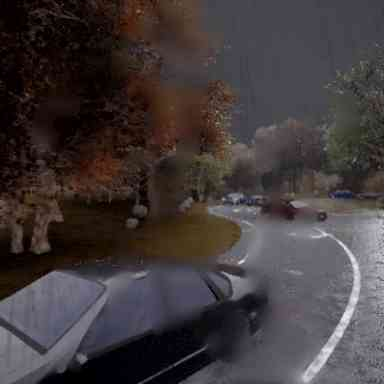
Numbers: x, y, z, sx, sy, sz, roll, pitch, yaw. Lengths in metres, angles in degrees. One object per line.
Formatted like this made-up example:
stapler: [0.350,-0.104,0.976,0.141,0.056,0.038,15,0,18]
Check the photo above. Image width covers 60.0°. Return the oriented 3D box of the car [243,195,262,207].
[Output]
car: [7.881,1.071,40.095,1.994,1.385,4.181,-1,1,21]

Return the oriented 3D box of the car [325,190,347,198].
car: [24.720,0.364,55.294,5.008,1.535,1.882,-1,1,2]

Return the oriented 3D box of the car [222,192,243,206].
car: [5.429,0.876,42.607,2.097,1.767,4.553,-1,1,26]

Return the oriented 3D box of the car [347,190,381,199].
car: [27.506,0.397,51.917,4.902,1.511,2.128,0,1,9]

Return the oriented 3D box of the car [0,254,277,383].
car: [-0.916,1.565,4.030,2.033,1.411,5.357,0,0,42]

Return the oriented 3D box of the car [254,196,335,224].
car: [6.824,1.250,22.755,1.882,1.535,5.008,-2,1,-30]
